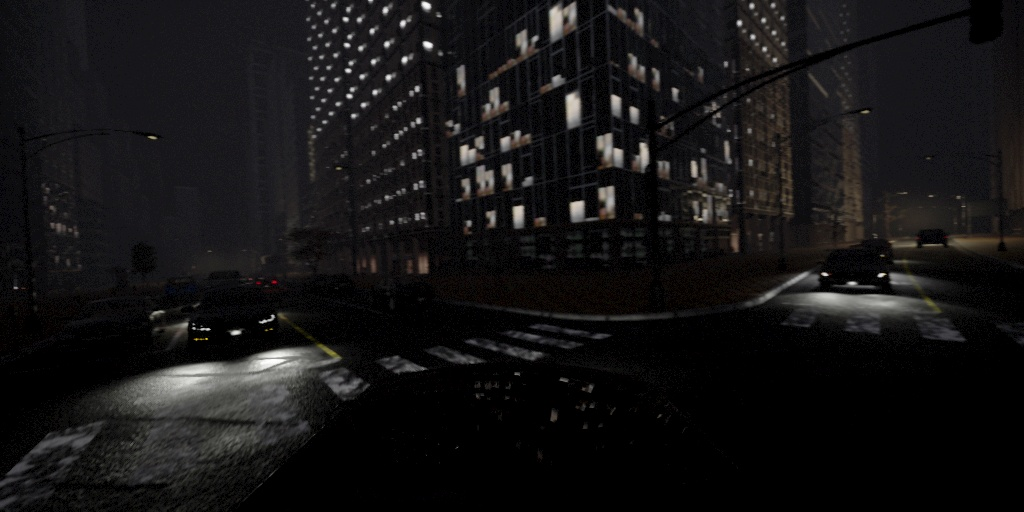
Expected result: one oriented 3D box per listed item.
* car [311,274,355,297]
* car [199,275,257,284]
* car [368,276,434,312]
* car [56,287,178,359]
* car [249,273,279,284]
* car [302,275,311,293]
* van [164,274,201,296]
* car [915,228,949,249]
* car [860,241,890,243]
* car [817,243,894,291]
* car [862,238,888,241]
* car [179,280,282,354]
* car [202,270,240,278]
[{"bbox_3d":[-12.031,1.928,24.497,1.948,1.339,4.313,0,0,-39],"label":"car"},{"bbox_3d":[-14.621,1.980,18.471,1.882,1.535,5.008,-3,0,-39],"label":"car"},{"bbox_3d":[-4.925,1.539,15.783,2.007,1.370,4.403,0,0,-39],"label":"car"},{"bbox_3d":[-11.407,1.887,10.481,2.007,1.370,4.403,0,0,-39],"label":"car"},{"bbox_3d":[-24.902,2.648,36.063,1.895,1.301,4.718,-3,0,-39],"label":"car"},{"bbox_3d":[-15.584,2.116,28.854,1.948,1.339,4.313,0,0,-39],"label":"car"},{"bbox_3d":[-25.619,2.429,27.911,1.690,1.789,3.998,0,0,-39],"label":"van"},{"bbox_3d":[45.045,-1.894,38.466,5.566,2.045,2.150,-4,1,-40],"label":"car"},{"bbox_3d":[20.438,-0.006,20.746,4.718,1.301,1.895,-4,1,-43],"label":"car"},{"bbox_3d":[13.199,0.408,13.803,5.357,1.411,2.033,-4,1,-44],"label":"car"},{"bbox_3d":[28.110,-0.624,27.815,5.008,1.535,1.882,-4,1,-42],"label":"car"},{"bbox_3d":[-8.099,1.664,10.489,1.837,1.490,4.892,-3,0,-38],"label":"car"},{"bbox_3d":[-21.333,2.078,26.699,2.150,2.045,5.566,-3,0,-39],"label":"car"}]
